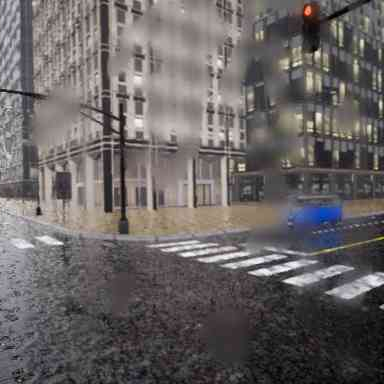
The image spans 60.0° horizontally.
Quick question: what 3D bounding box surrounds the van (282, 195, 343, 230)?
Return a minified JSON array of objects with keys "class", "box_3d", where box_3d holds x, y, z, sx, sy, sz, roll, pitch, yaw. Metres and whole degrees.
[{"class":"van","box_3d":[6.650,1.069,18.344,3.998,1.788,1.690,-1,0,-38]}]
